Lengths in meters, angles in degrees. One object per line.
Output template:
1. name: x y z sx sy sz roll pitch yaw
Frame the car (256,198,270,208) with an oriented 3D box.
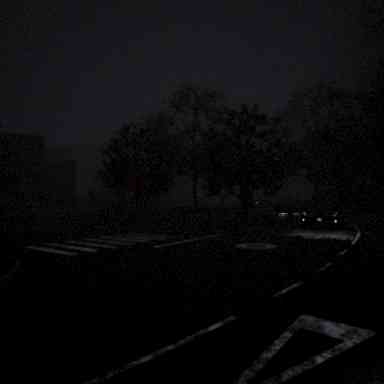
1. car: 12.477 1.849 57.559 2.097 1.767 4.553 0 -1 25

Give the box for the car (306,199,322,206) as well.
1. car: 26.260 2.163 71.388 1.812 1.442 4.674 -1 -1 38

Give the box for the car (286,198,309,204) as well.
1. car: 26.886 2.254 84.785 5.008 1.535 2.097 -1 -1 38

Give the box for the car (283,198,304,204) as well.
1. car: 25.165 2.277 82.541 4.674 1.452 2.002 -1 -1 38

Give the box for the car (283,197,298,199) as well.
1. car: 14.395 1.817 47.895 1.882 1.535 5.008 -1 -1 0

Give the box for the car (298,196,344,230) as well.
1. car: 8.915 1.316 22.354 2.150 2.045 5.566 0 0 28

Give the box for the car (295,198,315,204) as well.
1. car: 30.333 2.324 89.262 4.674 1.452 2.002 -1 -1 38

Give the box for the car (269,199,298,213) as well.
1. car: 11.077 1.814 39.965 1.994 1.385 4.181 0 -1 0
